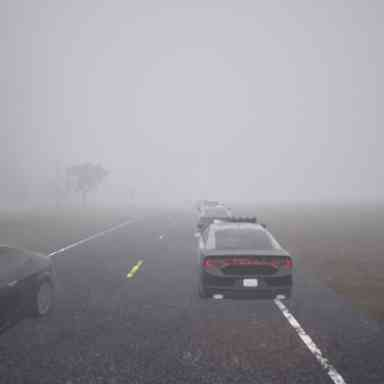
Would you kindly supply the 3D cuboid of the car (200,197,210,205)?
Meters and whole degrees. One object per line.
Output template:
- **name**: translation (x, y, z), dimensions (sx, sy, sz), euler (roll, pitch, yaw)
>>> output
- **car**: translation (2.532, 1.747, 65.226), dimensions (1.812, 1.442, 4.674), euler (0, 0, 5)

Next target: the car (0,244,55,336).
- **car**: translation (-3.569, 1.544, 4.743), dimensions (1.812, 1.442, 4.674), euler (0, 0, 0)

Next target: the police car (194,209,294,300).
- **police car**: translation (1.094, 1.458, 8.644), dimensions (1.930, 1.638, 5.238), euler (0, 0, 1)

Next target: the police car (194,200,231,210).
- **police car**: translation (1.261, 1.495, 18.609), dimensions (1.930, 1.638, 5.238), euler (0, 0, 1)

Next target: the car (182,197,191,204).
- **car**: translation (-0.756, 1.792, 67.152), dimensions (1.994, 1.385, 4.181), euler (0, 0, 5)

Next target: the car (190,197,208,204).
- **car**: translation (1.259, 1.709, 45.388), dimensions (2.033, 1.411, 5.357), euler (0, 0, 4)

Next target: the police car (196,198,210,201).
- **police car**: translation (1.418, 1.517, 24.587), dimensions (1.930, 1.638, 5.238), euler (0, 0, 2)
